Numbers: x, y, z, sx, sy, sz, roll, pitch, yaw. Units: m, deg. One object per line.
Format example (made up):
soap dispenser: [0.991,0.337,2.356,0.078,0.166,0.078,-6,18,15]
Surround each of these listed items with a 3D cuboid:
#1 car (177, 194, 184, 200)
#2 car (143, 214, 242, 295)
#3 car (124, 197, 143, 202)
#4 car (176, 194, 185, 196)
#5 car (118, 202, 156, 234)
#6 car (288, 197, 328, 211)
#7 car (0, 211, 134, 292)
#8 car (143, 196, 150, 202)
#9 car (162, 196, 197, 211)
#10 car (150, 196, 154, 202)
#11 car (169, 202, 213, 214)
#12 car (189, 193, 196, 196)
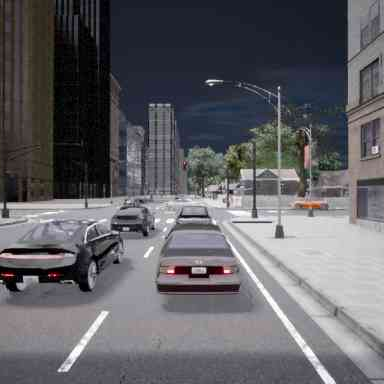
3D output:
car: [-3.150,1.311,94.032,1.882,1.535,5.008,0,0,0]
car: [0.100,1.545,8.857,2.033,1.411,5.357,0,0,-1]
car: [-9.769,1.487,53.876,2.128,1.511,4.902,0,0,1]
car: [-3.161,1.342,83.997,2.097,1.767,4.553,0,0,0]
car: [-3.131,1.504,18.190,1.837,1.490,4.892,0,0,0]
car: [14.153,1.401,40.794,4.553,1.767,2.097,0,-1,0]
car: [-3.142,1.492,8.930,2.128,1.511,4.902,0,0,0]
car: [-9.726,1.595,63.196,1.895,1.301,4.718,0,0,1]
car: [-1.315,1.565,40.958,4.674,1.442,1.812,0,-1,1]
car: [-9.672,1.517,73.308,1.812,1.442,4.674,0,0,0]
car: [0.117,1.491,17.910,2.128,1.511,4.902,0,0,0]
car: [0.089,1.511,84.023,1.812,1.442,4.674,0,0,0]
